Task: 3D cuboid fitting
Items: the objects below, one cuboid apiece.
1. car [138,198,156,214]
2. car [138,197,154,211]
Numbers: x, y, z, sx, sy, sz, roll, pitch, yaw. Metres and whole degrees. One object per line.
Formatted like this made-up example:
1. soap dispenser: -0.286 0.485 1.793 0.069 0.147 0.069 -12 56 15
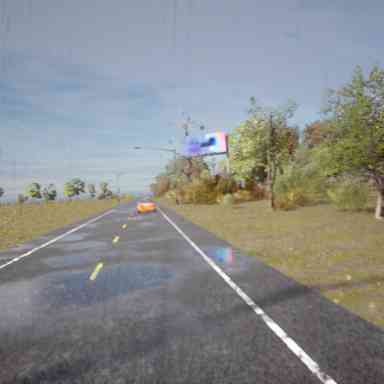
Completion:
1. car: -5.571 1.642 41.009 2.097 1.767 4.553 -3 0 -8
2. car: -6.783 1.705 49.283 2.097 1.767 4.553 -3 0 -8
